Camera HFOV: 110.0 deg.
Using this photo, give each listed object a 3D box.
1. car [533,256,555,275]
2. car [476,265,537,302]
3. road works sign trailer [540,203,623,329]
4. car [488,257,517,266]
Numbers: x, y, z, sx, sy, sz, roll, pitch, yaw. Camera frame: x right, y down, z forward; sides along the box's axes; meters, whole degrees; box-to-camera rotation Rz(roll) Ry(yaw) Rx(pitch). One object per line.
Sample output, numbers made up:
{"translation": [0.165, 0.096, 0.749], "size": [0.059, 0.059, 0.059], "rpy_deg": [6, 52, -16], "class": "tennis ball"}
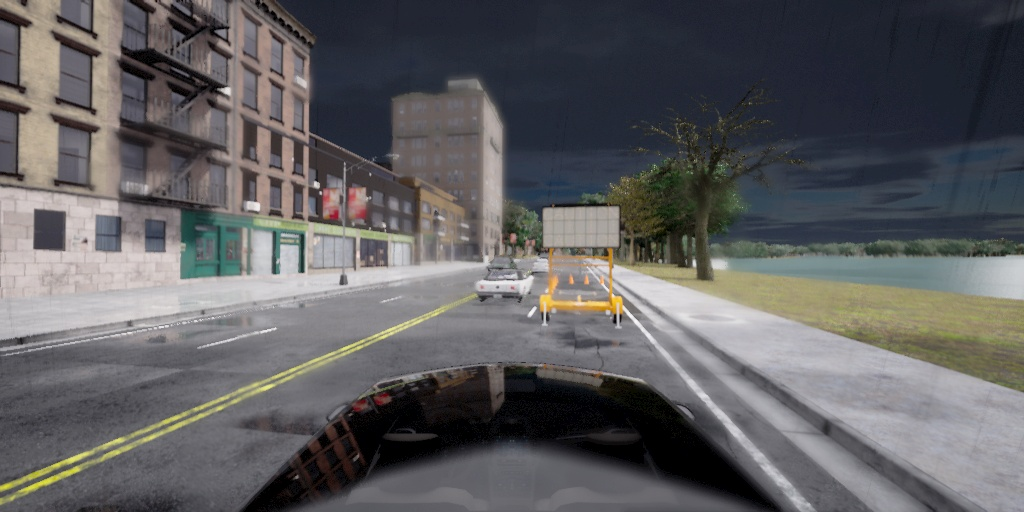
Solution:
{"translation": [2.942, 1.032, 34.148], "size": [1.812, 1.442, 4.674], "rpy_deg": [0, 0, 10], "class": "car"}
{"translation": [-0.159, 1.269, 16.391], "size": [1.895, 1.301, 4.718], "rpy_deg": [0, 1, 10], "class": "car"}
{"translation": [2.147, 0.170, 11.284], "size": [2.380, 3.560, 2.880], "rpy_deg": [0, 0, 10], "class": "road works sign trailer"}
{"translation": [-0.833, 0.877, 32.598], "size": [2.097, 1.767, 4.553], "rpy_deg": [0, 1, 10], "class": "car"}
